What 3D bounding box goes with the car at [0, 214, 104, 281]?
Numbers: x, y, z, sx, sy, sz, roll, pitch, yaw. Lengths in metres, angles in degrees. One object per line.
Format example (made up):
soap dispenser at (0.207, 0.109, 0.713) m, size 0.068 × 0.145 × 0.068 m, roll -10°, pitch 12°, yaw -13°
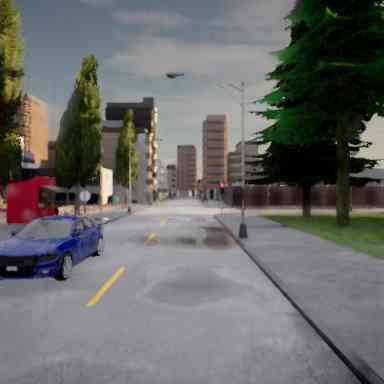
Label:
car at (-4.097, 1.481, 10.085) m, size 1.882 × 1.535 × 5.008 m, roll 0°, pitch 0°, yaw 0°
